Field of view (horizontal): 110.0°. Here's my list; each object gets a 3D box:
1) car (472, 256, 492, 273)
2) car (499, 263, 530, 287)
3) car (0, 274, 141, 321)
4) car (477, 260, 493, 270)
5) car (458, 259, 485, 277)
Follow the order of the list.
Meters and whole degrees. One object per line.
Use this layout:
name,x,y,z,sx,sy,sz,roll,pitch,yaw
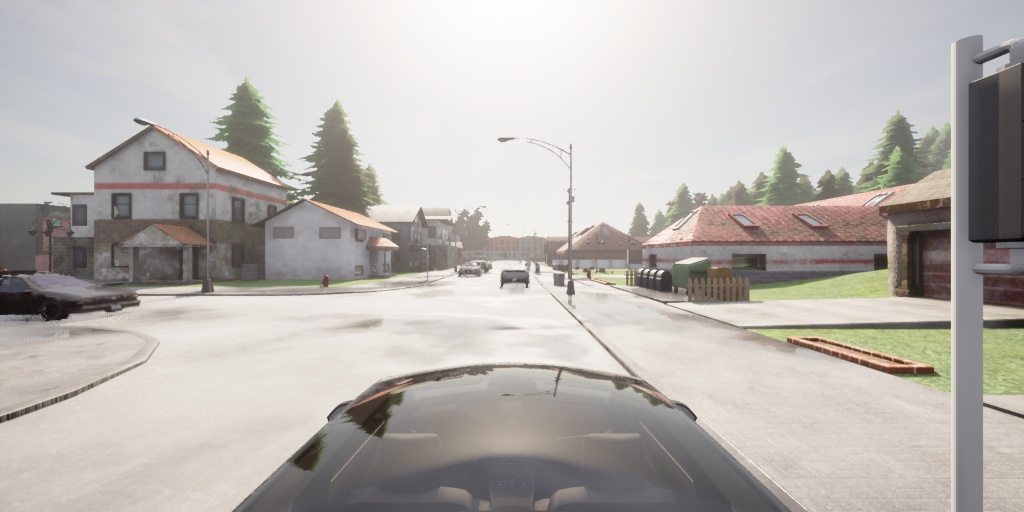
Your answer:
car,-4.086,0.971,44.600,2.150,2.045,5.566,0,0,0
car,0.161,1.241,24.151,2.128,1.511,4.902,0,0,0
car,-15.674,1.297,11.791,5.357,1.411,2.033,0,0,0
car,-4.061,1.314,54.539,1.994,1.385,4.181,0,0,0
car,-4.089,1.314,35.454,1.994,1.385,4.181,0,0,0
